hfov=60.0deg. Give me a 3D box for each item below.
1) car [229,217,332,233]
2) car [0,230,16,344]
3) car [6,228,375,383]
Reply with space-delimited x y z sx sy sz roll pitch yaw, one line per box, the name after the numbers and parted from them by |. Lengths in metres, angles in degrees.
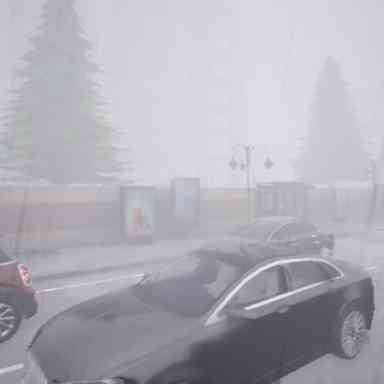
2.395 1.551 10.074 4.892 1.490 1.837 -1 0 -36 | car
-4.817 1.423 4.815 4.553 1.767 2.097 0 0 -36 | car
0.518 1.518 4.375 4.902 1.511 2.128 0 0 -36 | car
